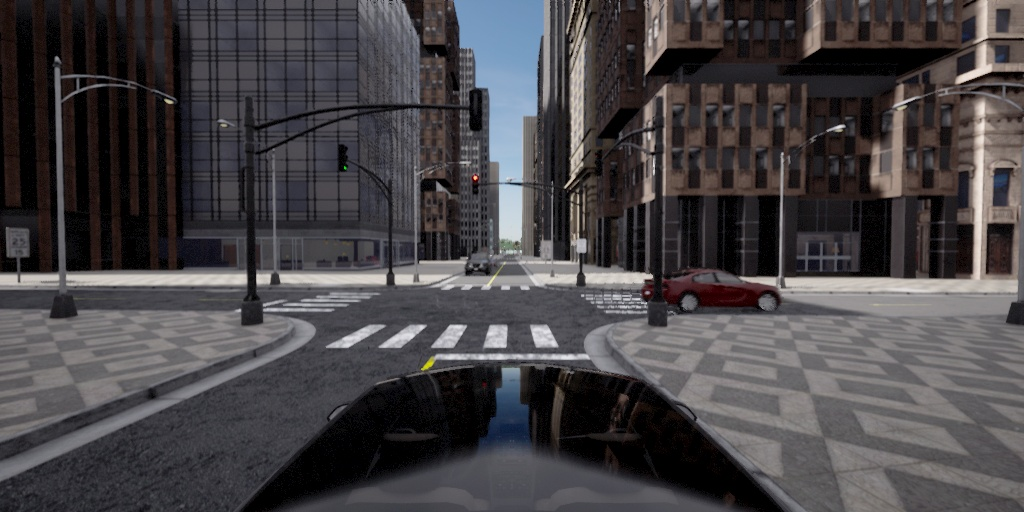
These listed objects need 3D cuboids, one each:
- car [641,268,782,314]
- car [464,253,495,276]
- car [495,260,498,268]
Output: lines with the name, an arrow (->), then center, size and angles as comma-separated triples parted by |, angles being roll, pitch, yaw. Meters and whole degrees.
car -> 7.517, 1.240, 13.615 | 5.008, 1.535, 1.882 | 0, 0, -6
car -> -3.113, 0.762, 33.756 | 2.150, 2.045, 5.566 | 0, 0, 0
car -> -3.100, 0.982, 51.220 | 1.994, 1.385, 4.181 | 0, 0, 0
